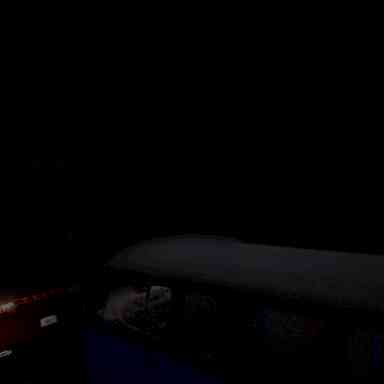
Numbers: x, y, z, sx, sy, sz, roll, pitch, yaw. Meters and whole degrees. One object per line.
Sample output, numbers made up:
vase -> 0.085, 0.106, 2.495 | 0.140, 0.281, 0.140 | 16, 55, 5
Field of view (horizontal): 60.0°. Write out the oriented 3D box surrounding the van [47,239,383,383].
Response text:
van -> 0.868, 1.347, 2.456 | 3.998, 1.788, 1.690 | -1, 0, 36

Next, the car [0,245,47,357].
car -> -3.733, 1.608, 5.748 | 4.507, 1.381, 1.887 | -1, 0, 36
